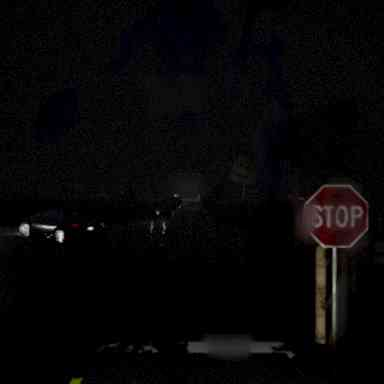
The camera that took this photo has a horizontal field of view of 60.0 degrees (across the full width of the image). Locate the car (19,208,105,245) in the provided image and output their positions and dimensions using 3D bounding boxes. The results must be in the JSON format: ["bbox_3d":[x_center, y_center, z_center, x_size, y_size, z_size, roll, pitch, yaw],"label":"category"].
[{"bbox_3d":[-5.712,1.379,14.561,4.181,1.385,1.994,2,0,36],"label":"car"}]

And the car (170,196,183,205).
[{"bbox_3d":[-2.757,1.543,60.987,2.033,1.411,5.357,0,0,0],"label":"car"}]

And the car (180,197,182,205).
[{"bbox_3d":[-2.828,1.480,50.331,2.128,1.511,4.902,0,0,0],"label":"car"}]

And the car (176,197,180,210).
[{"bbox_3d":[-2.835,1.549,40.194,1.994,1.385,4.181,0,0,0],"label":"car"}]

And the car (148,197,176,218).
[{"bbox_3d":[-2.843,1.479,30.199,2.128,1.511,4.902,0,0,0],"label":"car"}]
